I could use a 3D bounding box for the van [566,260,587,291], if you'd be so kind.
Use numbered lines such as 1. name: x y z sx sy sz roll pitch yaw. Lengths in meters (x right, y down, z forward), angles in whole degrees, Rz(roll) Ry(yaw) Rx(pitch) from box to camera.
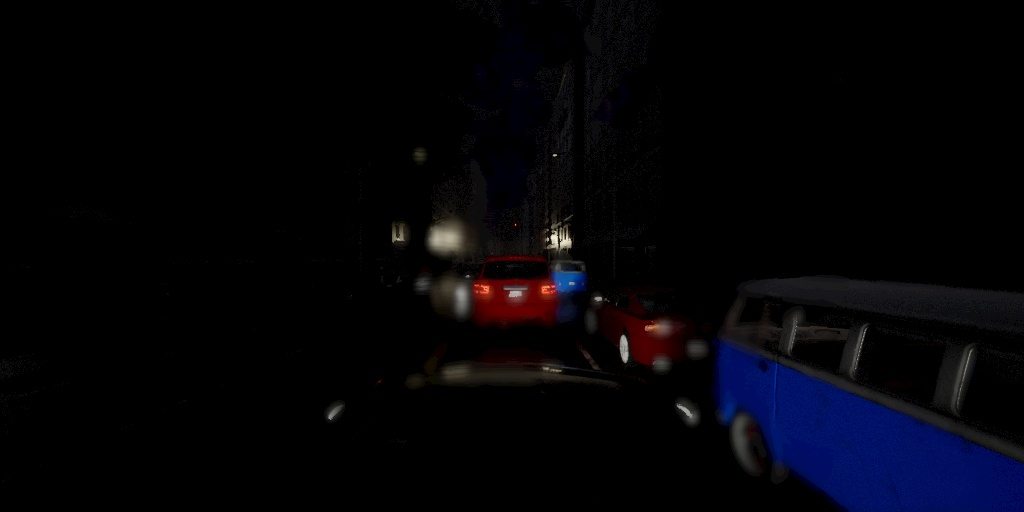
1. van: 2.881 1.086 19.071 1.690 1.789 3.998 0 0 0

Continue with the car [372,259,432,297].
1. car: -5.644 1.060 19.043 2.192 1.841 5.009 0 0 0

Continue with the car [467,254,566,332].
1. car: 0.114 0.970 10.972 2.150 2.045 5.566 0 0 0

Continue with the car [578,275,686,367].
1. car: 2.864 1.294 7.750 1.888 1.381 4.507 0 0 0

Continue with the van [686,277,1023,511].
1. van: 2.856 1.091 2.089 1.690 1.789 3.998 0 0 0

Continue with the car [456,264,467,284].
1. car: -2.987 1.304 27.084 1.994 1.385 4.181 0 0 1
